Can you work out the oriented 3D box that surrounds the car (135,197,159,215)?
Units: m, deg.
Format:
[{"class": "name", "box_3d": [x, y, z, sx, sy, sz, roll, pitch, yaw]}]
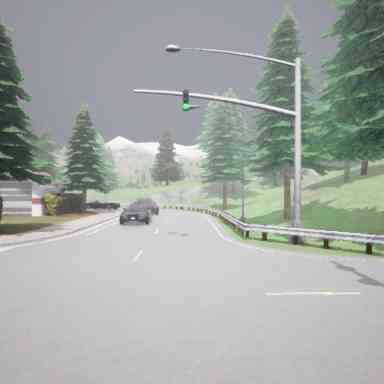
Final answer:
[{"class": "car", "box_3d": [-4.800, 1.349, 33.846, 2.097, 1.767, 4.553, 0, 0, -19]}]

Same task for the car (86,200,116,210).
[{"class": "car", "box_3d": [-11.369, 1.604, 41.589, 4.718, 1.301, 1.895, 0, 0, 14]}]

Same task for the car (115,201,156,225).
[{"class": "car", "box_3d": [-3.972, 1.562, 24.055, 1.994, 1.385, 4.181, 0, 0, -2]}]
